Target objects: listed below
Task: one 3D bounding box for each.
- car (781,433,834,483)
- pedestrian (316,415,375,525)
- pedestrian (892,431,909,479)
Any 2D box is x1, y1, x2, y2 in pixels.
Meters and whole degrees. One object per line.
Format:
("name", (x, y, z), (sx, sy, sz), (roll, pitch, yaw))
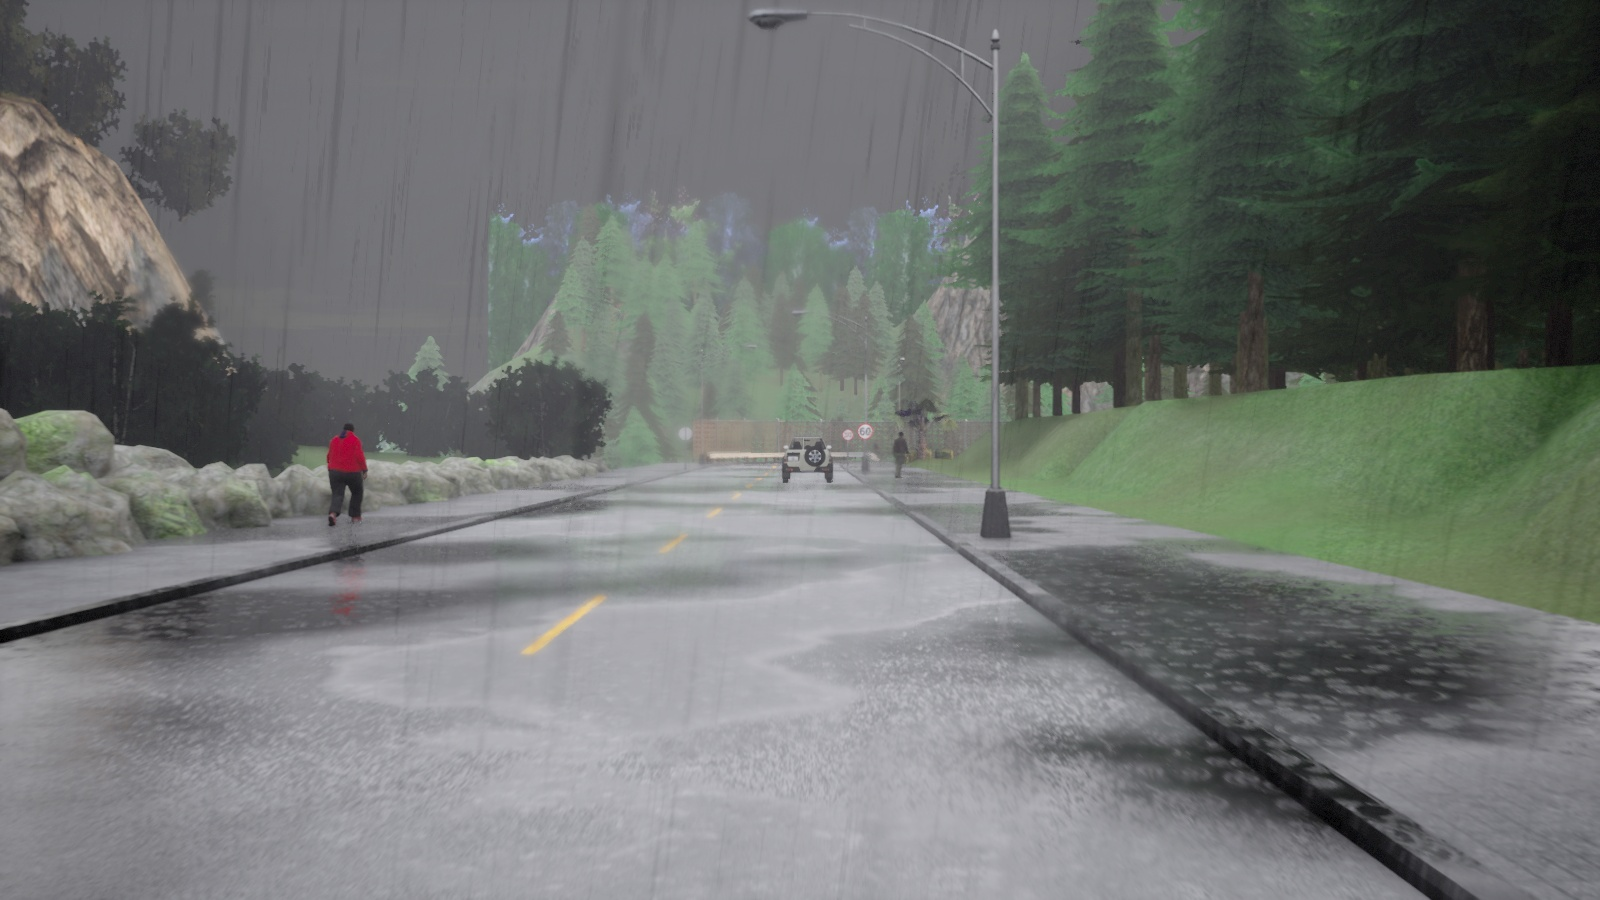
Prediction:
("car", (0.293, 0.289, 48.641), (1.932, 1.855, 4.605), (0, 0, 0))
("pedestrian", (-7.725, 0.330, 21.383), (0.634, 1.844, 0.899), (0, 0, 3))
("pedestrian", (3.893, 0.183, 48.732), (0.431, 1.840, 0.703), (0, 0, 28))
